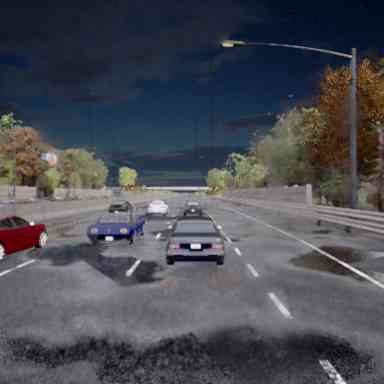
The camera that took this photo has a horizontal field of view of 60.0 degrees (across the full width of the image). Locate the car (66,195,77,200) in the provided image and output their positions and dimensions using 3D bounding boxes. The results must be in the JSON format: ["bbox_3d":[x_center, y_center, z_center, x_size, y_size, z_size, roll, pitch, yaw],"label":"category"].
[{"bbox_3d":[-27.985,1.295,78.031,1.882,1.535,5.008,0,0,0],"label":"car"}]

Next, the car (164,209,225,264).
[{"bbox_3d":[0.102,1.568,11.820,2.033,1.411,5.357,0,0,0],"label":"car"}]

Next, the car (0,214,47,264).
[{"bbox_3d":[-6.897,1.499,11.733,1.882,1.535,5.008,0,0,0],"label":"car"}]

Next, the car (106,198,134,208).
[{"bbox_3d":[-6.893,1.574,32.683,1.837,1.490,4.892,0,0,0],"label":"car"}]

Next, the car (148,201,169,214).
[{"bbox_3d":[-3.394,1.597,33.669,1.812,1.442,4.674,0,0,0],"label":"car"}]

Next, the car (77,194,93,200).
[{"bbox_3d":[-24.485,1.172,78.061,2.097,1.767,4.553,0,0,0],"label":"car"}]

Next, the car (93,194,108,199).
[{"bbox_3d":[-20.985,1.317,78.030,1.837,1.490,4.892,0,0,0],"label":"car"}]

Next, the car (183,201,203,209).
[{"bbox_3d":[0.106,1.597,33.753,1.812,1.442,4.674,0,0,0],"label":"car"}]

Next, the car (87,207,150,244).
[{"bbox_3d":[-3.395,1.630,15.920,1.895,1.301,4.718,0,0,0],"label":"car"}]

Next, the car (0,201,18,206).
[{"bbox_3d":[-21.083,1.683,37.086,1.895,1.301,4.718,0,0,0],"label":"car"}]

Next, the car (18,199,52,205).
[{"bbox_3d":[-17.580,1.577,38.540,2.128,1.511,4.902,0,0,0],"label":"car"}]
